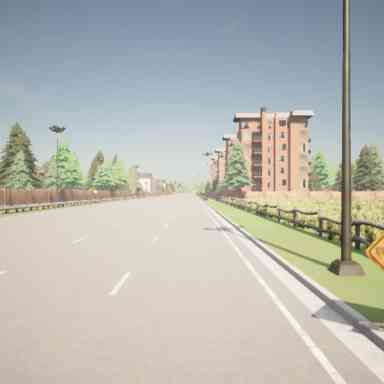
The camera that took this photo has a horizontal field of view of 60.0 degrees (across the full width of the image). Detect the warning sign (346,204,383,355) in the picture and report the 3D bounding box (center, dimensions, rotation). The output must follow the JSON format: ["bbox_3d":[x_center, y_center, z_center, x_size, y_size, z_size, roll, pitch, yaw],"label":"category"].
[{"bbox_3d":[3.050,1.112,4.648,1.300,1.860,1.060,0,0,0],"label":"warning sign"}]
